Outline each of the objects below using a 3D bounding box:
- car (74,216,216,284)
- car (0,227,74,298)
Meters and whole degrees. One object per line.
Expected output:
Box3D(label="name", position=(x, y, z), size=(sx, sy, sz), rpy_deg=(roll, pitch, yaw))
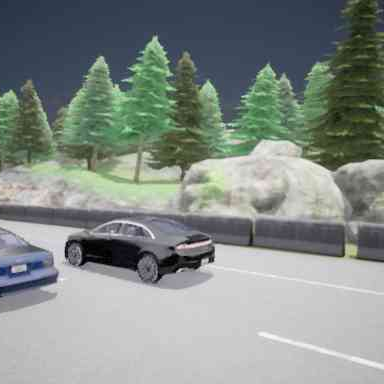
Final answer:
Box3D(label="car", position=(-1.658, 1.451, 9.466), size=(4.902, 1.511, 2.128), rpy_deg=(1, 0, 36))
Box3D(label="car", position=(-5.335, 1.492, 7.801), size=(5.357, 1.411, 2.033), rpy_deg=(0, 0, 36))
